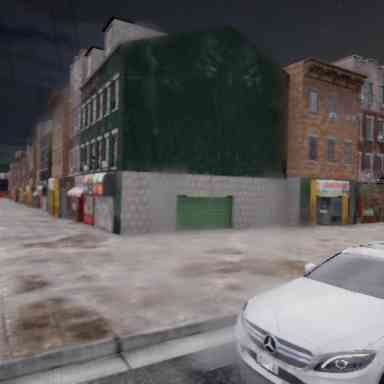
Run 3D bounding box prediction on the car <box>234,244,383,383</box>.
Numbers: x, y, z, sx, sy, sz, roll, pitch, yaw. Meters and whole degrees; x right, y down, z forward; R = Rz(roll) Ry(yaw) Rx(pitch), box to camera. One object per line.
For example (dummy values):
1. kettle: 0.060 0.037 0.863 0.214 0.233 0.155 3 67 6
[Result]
1. car: 2.754 1.528 4.687 4.674 1.442 1.812 1 1 -32
